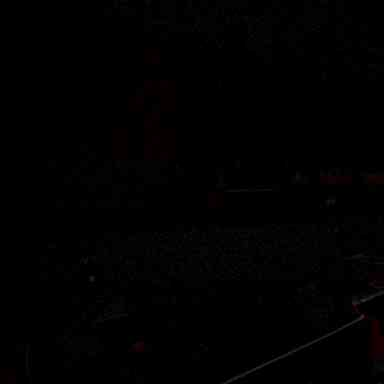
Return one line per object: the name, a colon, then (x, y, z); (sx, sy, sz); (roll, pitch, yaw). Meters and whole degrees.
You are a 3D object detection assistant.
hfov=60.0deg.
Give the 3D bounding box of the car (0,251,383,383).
car: (-0.189, 1.429, 2.697); (4.097, 1.590, 1.967); (0, -1, -35)
